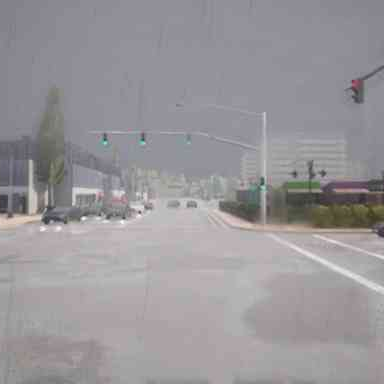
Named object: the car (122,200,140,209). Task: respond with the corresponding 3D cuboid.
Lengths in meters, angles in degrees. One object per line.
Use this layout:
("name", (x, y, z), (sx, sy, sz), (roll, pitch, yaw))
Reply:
("car", (-10.564, 2.214, 58.029), (2.033, 1.411, 5.357), (0, -1, 1))

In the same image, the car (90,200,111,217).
("car", (-10.607, 1.934, 37.348), (1.837, 1.490, 4.892), (0, -1, 0))

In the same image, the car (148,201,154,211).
("car", (-7.093, 2.161, 52.024), (1.994, 1.385, 4.181), (0, -1, 0))

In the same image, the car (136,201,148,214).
("car", (-7.104, 2.009, 42.065), (1.812, 1.442, 4.674), (0, -1, 0))

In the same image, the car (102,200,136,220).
("car", (-7.108, 1.883, 32.880), (1.837, 1.490, 4.892), (0, -1, 0))

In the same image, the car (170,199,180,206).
("car", (-3.516, 2.229, 70.030), (1.994, 1.385, 4.181), (0, -1, 0))

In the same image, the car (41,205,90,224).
("car", (-10.606, 1.867, 27.792), (2.033, 1.411, 5.357), (0, -1, 0))

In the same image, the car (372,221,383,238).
("car", (11.801, 1.723, 17.095), (4.674, 1.442, 1.812), (0, -1, 1))

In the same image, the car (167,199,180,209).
("car", (-3.514, 2.233, 59.756), (2.033, 1.411, 5.357), (0, -1, 0))

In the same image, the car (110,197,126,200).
("car", (-10.609, 1.765, 47.337), (2.150, 2.045, 5.566), (0, -1, 0))

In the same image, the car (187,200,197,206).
("car", (-0.016, 2.272, 70.063), (1.895, 1.301, 4.718), (0, -1, 0))

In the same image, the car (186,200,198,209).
("car", (-0.014, 2.178, 59.758), (2.128, 1.511, 4.902), (0, -1, 0))
